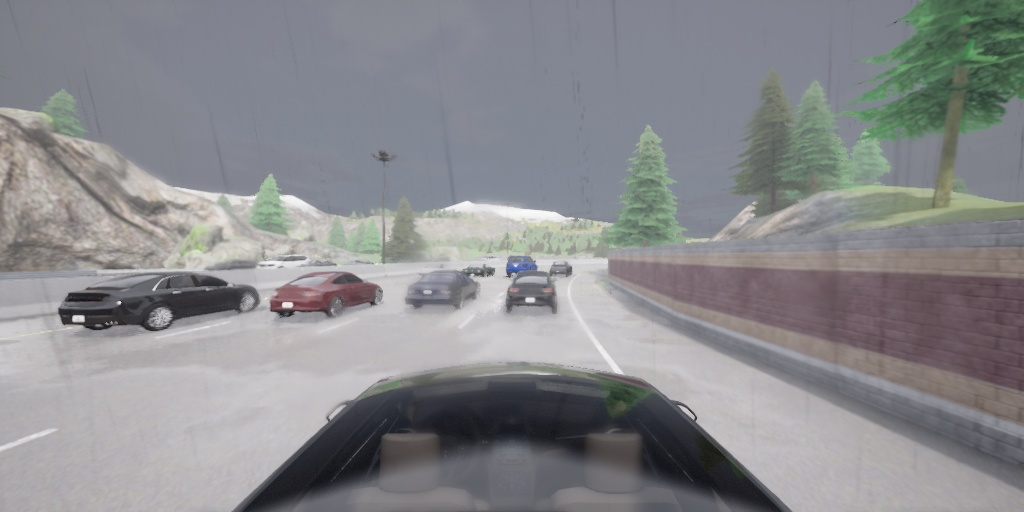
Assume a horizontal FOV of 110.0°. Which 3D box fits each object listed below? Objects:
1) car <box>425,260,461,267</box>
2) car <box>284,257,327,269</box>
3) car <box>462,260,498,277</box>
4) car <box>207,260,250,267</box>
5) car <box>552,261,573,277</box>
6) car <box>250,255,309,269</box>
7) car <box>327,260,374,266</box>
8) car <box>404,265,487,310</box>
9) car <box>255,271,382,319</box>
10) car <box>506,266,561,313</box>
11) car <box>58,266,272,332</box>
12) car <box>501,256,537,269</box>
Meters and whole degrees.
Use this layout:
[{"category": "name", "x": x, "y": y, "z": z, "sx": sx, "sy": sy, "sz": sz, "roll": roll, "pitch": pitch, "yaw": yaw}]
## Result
[{"category": "car", "x": -6.676, "y": 1.336, "z": 32.784, "sx": 1.895, "sy": 1.301, "sz": 4.718, "roll": 0, "pitch": 0, "yaw": 13}, {"category": "car", "x": -20.268, "y": 1.185, "z": 36.864, "sx": 2.128, "sy": 1.511, "sz": 4.902, "roll": 0, "pitch": 0, "yaw": 14}, {"category": "car", "x": -2.940, "y": 1.348, "z": 33.421, "sx": 1.895, "sy": 1.301, "sz": 4.718, "roll": 0, "pitch": 0, "yaw": 13}, {"category": "car", "x": -27.718, "y": 1.176, "z": 35.569, "sx": 1.837, "sy": 1.490, "sz": 4.892, "roll": 0, "pitch": 0, "yaw": 12}, {"category": "car", "x": 5.005, "y": 1.265, "z": 36.058, "sx": 2.128, "sy": 1.511, "sz": 4.902, "roll": 0, "pitch": 0, "yaw": 15}, {"category": "car", "x": -23.711, "y": 0.903, "z": 37.600, "sx": 2.150, "sy": 2.045, "sz": 5.566, "roll": 0, "pitch": 0, "yaw": 14}, {"category": "car", "x": -16.463, "y": 1.197, "z": 37.668, "sx": 2.128, "sy": 1.511, "sz": 4.902, "roll": 0, "pitch": 0, "yaw": 14}, {"category": "car", "x": -2.639, "y": 1.292, "z": 14.805, "sx": 2.033, "sy": 1.411, "sz": 5.357, "roll": 0, "pitch": 0, "yaw": 6}, {"category": "car", "x": -6.320, "y": 1.258, "z": 12.691, "sx": 1.812, "sy": 1.442, "sz": 4.674, "roll": 0, "pitch": 0, "yaw": 5}, {"category": "car", "x": 0.828, "y": 1.281, "z": 14.086, "sx": 1.812, "sy": 1.442, "sz": 4.674, "roll": 0, "pitch": 0, "yaw": 5}, {"category": "car", "x": -9.973, "y": 1.225, "z": 10.792, "sx": 1.837, "sy": 1.490, "sz": 4.892, "roll": 0, "pitch": 0, "yaw": 4}, {"category": "car", "x": 1.001, "y": 0.982, "z": 34.763, "sx": 2.150, "sy": 2.045, "sz": 5.566, "roll": 0, "pitch": 0, "yaw": 14}]
